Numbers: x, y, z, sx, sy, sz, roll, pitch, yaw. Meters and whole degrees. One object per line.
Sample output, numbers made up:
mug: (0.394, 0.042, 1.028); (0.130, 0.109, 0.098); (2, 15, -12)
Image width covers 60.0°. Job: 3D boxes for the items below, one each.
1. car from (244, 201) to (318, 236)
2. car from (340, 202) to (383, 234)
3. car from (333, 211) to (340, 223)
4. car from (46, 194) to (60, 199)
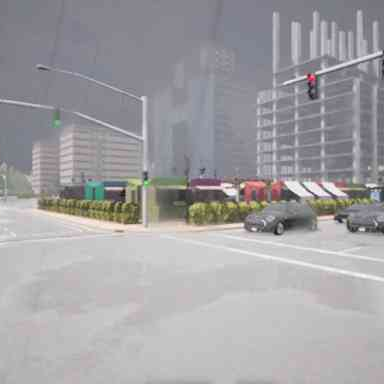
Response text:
car: (5.046, 1.363, 18.781); (4.553, 1.767, 2.097); (0, 0, -37)
car: (10.596, 1.347, 18.593); (4.553, 1.767, 2.097); (0, 0, -37)
car: (12.593, 1.545, 24.499); (5.357, 1.411, 2.033); (0, 0, -37)
car: (-28.759, 1.330, 72.032); (3.866, 1.878, 1.905); (0, 0, -37)
